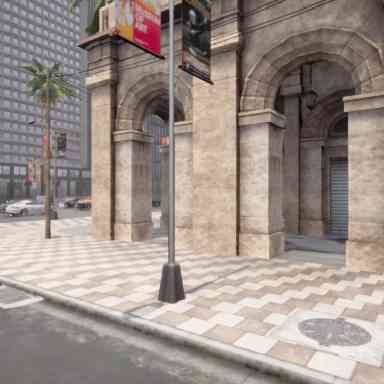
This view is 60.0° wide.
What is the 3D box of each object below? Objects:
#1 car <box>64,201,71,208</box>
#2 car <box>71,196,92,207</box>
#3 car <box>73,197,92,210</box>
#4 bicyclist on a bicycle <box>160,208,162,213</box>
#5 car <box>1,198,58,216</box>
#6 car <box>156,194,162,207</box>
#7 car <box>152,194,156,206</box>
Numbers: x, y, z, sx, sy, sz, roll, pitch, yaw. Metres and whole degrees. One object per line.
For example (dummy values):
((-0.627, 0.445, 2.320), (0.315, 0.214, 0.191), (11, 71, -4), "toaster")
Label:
((-16.192, 1.513, 48.434), (2.161, 1.482, 4.786), (0, 0, 35), "car")
((-13.915, 1.352, 46.300), (2.097, 1.767, 4.553), (0, 0, 35), "car")
((-12.285, 1.601, 42.571), (1.895, 1.301, 4.718), (0, 0, 35), "car")
((-2.370, 1.300, 31.537), (1.656, 1.620, 0.582), (0, 0, 36), "bicyclist on a bicycle")
((-15.286, 1.525, 32.018), (1.812, 1.442, 4.674), (0, 0, 36), "car")
((-2.330, 1.221, 50.099), (2.150, 2.045, 5.566), (0, 0, 36), "car")
((-6.846, 1.505, 50.151), (1.837, 1.490, 4.892), (0, 0, 36), "car")
